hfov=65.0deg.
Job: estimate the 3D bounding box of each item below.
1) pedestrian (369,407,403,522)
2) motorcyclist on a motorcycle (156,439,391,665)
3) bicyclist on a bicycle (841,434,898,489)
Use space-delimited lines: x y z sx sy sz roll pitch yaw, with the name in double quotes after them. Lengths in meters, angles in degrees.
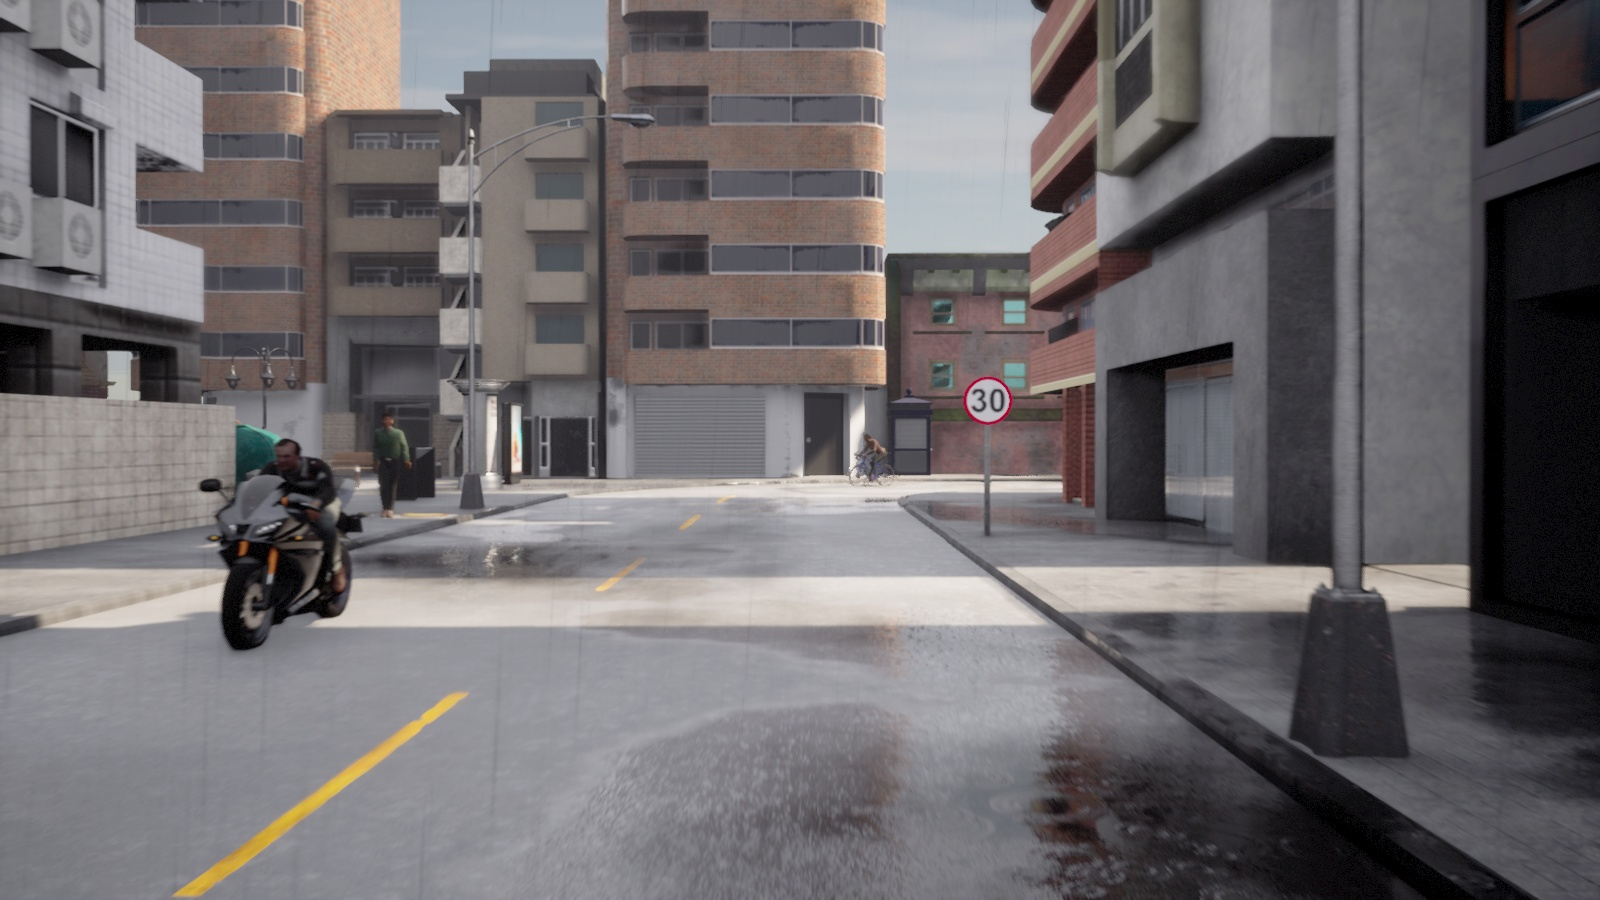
-7.109 0.243 21.570 0.423 1.949 0.788 0 1 -9 "pedestrian"
-3.931 0.685 9.624 0.866 1.530 2.191 0 1 0 "motorcyclist on a motorcycle"
2.104 0.338 37.987 1.656 1.620 0.582 -1 2 -29 "bicyclist on a bicycle"
